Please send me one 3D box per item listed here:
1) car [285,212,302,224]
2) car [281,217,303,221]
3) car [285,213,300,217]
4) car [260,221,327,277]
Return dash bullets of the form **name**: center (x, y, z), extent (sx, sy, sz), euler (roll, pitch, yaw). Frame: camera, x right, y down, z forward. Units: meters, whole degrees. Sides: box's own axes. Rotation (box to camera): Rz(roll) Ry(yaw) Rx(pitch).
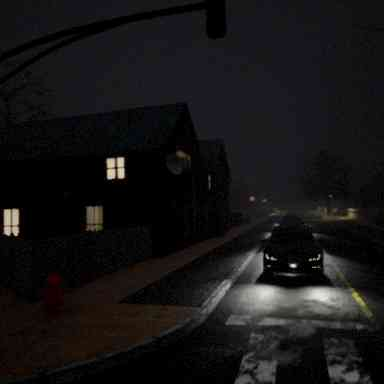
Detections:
- **car**: center (13.467, 3.435, 44.275), extent (1.994, 1.385, 4.181), euler (-3, -3, 17)
- **car**: center (6.367, 2.508, 21.043), extent (1.895, 1.301, 4.718), euler (-3, -3, 17)
- **car**: center (9.233, 2.871, 30.539), extent (1.994, 1.385, 4.181), euler (-3, -3, 17)
- **car**: center (3.691, 2.037, 12.211), extent (1.837, 1.490, 4.892), euler (-3, -3, 17)
